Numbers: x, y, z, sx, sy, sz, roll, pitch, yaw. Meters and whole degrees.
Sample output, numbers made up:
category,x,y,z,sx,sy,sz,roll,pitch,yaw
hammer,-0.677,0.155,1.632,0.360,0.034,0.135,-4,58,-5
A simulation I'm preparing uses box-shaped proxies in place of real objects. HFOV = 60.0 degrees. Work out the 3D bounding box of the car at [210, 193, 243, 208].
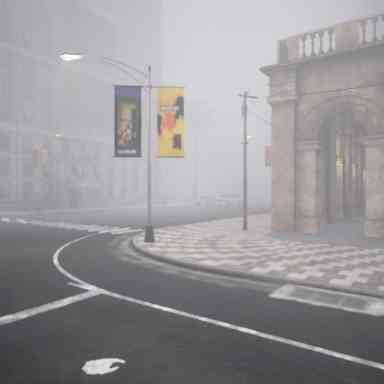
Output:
category,x,y,z,sx,sy,sz,roll,pitch,yaw
car,5.513,1.204,49.344,2.150,2.045,5.566,0,0,36

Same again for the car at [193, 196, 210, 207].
category,x,y,z,sx,sy,sz,roll,pitch,yaw
car,2.165,1.332,50.681,2.097,1.767,4.553,0,0,36

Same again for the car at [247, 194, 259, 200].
category,x,y,z,sx,sy,sz,roll,pitch,yaw
car,11.350,1.095,63.279,1.837,1.490,4.892,0,0,36
